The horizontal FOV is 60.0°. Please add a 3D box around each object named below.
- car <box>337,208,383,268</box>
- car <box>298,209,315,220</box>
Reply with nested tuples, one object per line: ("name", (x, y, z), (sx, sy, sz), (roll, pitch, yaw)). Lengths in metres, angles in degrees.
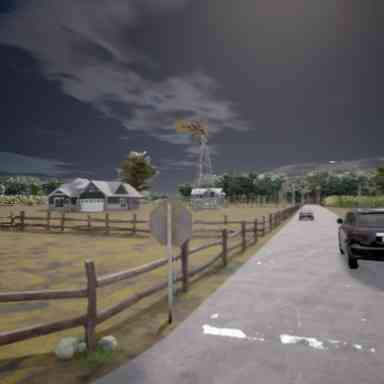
("car", (6.905, 1.617, 12.655), (2.150, 2.045, 5.566), (-2, -2, 20))
("car", (14.996, 2.889, 43.459), (2.033, 1.411, 5.357), (-2, -2, 20))
